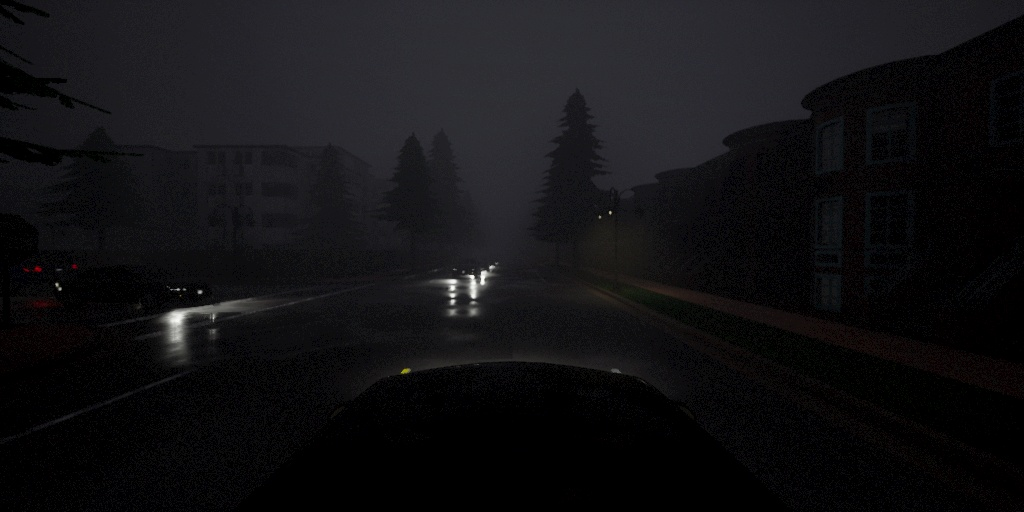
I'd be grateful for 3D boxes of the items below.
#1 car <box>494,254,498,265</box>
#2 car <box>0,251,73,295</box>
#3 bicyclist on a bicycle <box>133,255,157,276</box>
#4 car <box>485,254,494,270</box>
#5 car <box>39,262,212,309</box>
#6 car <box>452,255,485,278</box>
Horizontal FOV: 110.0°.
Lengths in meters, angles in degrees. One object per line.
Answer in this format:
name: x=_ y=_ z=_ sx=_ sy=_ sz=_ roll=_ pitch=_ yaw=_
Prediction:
car: x=-3.327 y=0.620 z=48.018 sx=1.994 sy=1.385 sz=4.181 roll=0 pitch=1 yaw=0
car: x=-24.532 y=0.757 z=17.327 sx=5.566 sy=2.045 sz=2.150 roll=0 pitch=1 yaw=1
bicyclist on a bicycle: x=-23.152 y=0.758 z=22.557 sx=0.582 sy=1.620 sz=1.656 roll=0 pitch=1 yaw=1
car: x=-3.393 y=0.698 z=38.001 sx=2.128 sy=1.511 sz=4.902 roll=0 pitch=1 yaw=0
car: x=-14.046 y=1.100 z=13.434 sx=4.892 sy=1.490 sz=1.837 roll=0 pitch=1 yaw=2
car: x=-3.448 y=0.862 z=27.918 sx=1.837 sy=1.490 sz=4.892 roll=0 pitch=1 yaw=0
